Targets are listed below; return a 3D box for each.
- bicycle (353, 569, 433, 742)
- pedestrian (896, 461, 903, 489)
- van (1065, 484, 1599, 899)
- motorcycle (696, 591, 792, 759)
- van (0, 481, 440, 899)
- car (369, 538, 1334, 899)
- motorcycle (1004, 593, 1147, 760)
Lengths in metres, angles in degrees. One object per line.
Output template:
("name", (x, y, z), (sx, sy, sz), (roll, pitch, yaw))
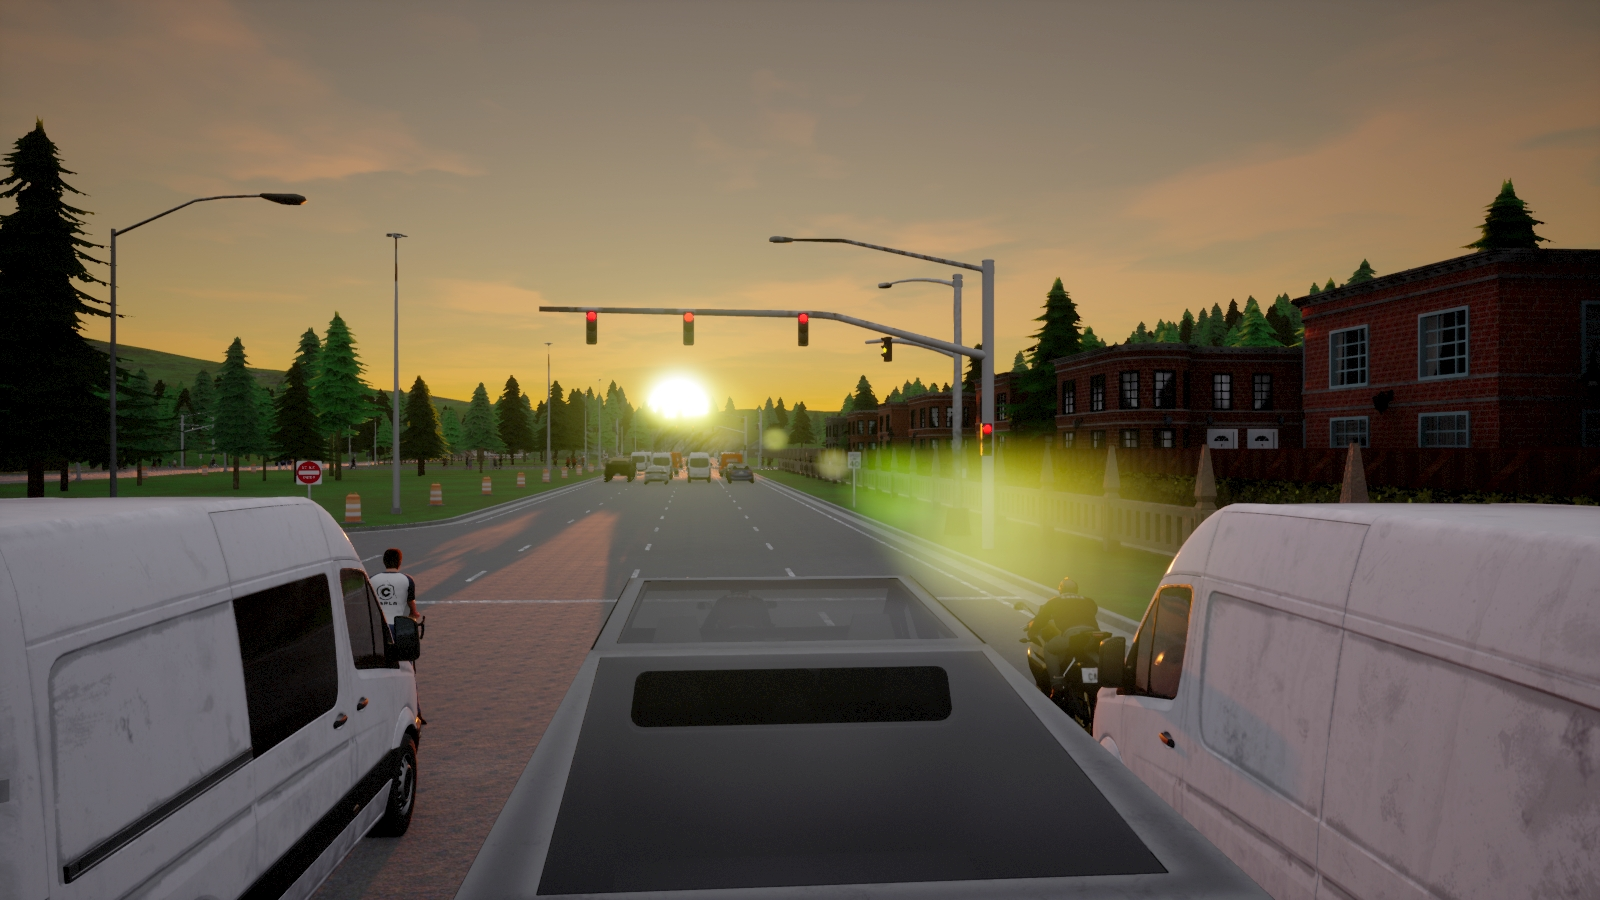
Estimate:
("bicycle", (-4.173, 2.056, 11.794), (0.373, 1.496, 1.643), (0, 0, -5))
("pedestrian", (6.671, 1.696, 76.442), (0.375, 1.860, 0.375), (0, 0, -5))
("van", (3.020, 1.534, 5.590), (1.988, 2.561, 5.915), (0, 0, -1))
("motorcycle", (-0.613, 2.205, 11.622), (0.867, 1.251, 2.209), (0, 0, -6))
("van", (-3.677, 1.534, 6.378), (1.988, 2.561, 5.915), (0, 0, -5))
("car", (-0.117, 1.754, 5.929), (2.390, 2.098, 6.274), (0, 0, -5))
("motorcycle", (2.714, 2.205, 11.543), (0.867, 1.251, 2.209), (0, 0, -2))
